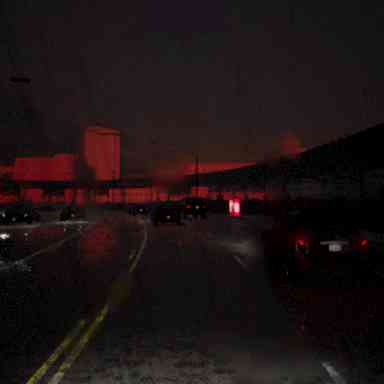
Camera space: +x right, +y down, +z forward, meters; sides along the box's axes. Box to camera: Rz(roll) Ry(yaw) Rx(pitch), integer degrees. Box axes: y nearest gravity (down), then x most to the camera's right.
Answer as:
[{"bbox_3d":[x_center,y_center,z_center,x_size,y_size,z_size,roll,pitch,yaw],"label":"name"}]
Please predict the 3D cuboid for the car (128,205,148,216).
[{"bbox_3d":[-6.777,2.271,41.961,1.994,1.385,4.181,0,-3,-20],"label":"car"}]

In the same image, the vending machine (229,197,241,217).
[{"bbox_3d":[4.786,1.669,37.143,1.100,2.100,0.880,1,-2,-16],"label":"vending machine"}]

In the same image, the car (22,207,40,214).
[{"bbox_3d":[-30.623,3.429,63.092,1.895,1.301,4.718,1,-3,-41],"label":"car"}]

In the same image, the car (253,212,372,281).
[{"bbox_3d":[3.323,1.368,10.112,2.097,1.767,4.553,0,0,-3],"label":"car"}]

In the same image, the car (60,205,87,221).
[{"bbox_3d":[-10.355,1.829,29.392,1.994,1.385,4.181,0,-2,-14],"label":"car"}]

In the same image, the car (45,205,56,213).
[{"bbox_3d":[-28.841,3.419,66.324,1.882,1.535,5.008,1,-3,-44],"label":"car"}]

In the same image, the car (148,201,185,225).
[{"bbox_3d":[-2.091,1.643,25.405,1.882,1.535,5.008,0,-1,-11],"label":"car"}]

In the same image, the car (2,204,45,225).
[{"bbox_3d":[-13.023,1.693,25.605,1.812,1.442,4.674,0,-1,-13],"label":"car"}]

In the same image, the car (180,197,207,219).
[{"bbox_3d":[-0.187,1.573,32.857,2.150,2.045,5.566,0,-2,-15],"label":"car"}]
